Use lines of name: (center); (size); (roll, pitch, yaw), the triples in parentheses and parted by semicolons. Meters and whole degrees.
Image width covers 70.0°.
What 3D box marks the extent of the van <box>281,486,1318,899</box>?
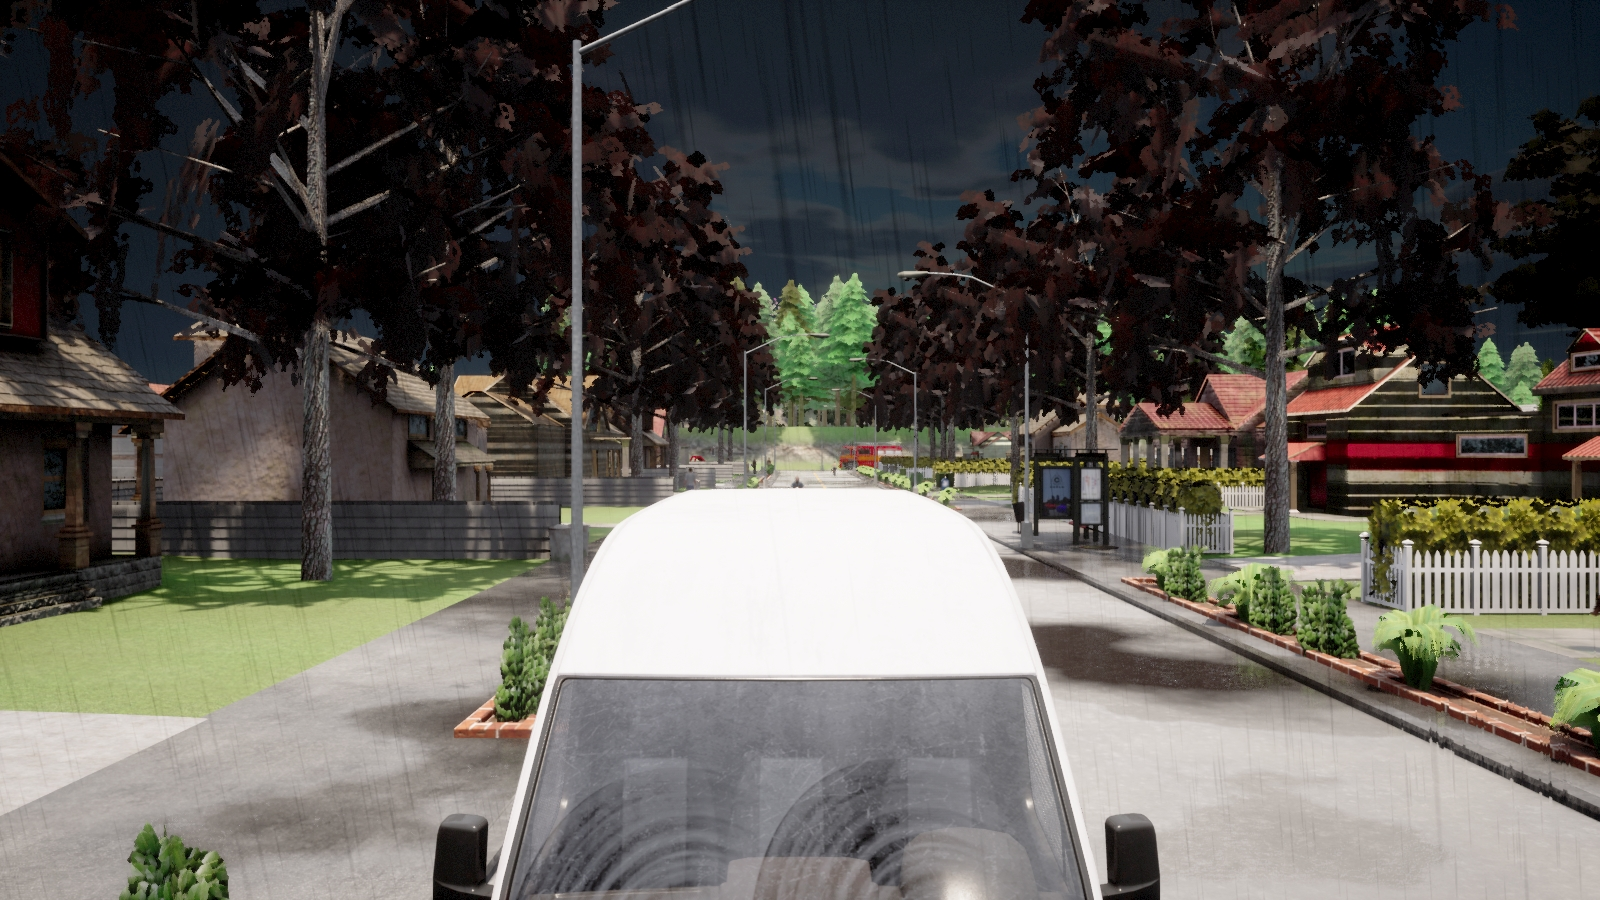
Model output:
van: (-0.006, 1.534, 5.149); (1.988, 2.561, 5.915); (0, 0, 0)

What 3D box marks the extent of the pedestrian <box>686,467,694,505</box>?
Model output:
pedestrian: (-5.379, 1.743, 55.961); (0.375, 1.860, 0.375); (0, 0, -2)
